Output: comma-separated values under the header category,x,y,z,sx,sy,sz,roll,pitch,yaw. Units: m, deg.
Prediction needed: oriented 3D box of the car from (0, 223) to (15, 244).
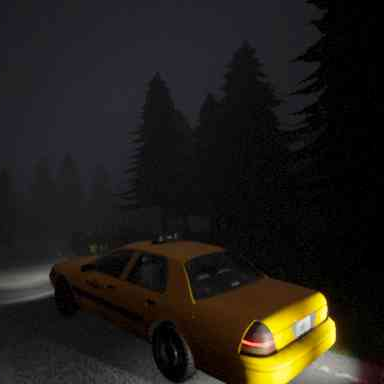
category,x,y,z,sx,sy,sz,roll,pitch,yaw
car,-11.988,2.481,19.139,1.895,1.301,4.718,-3,-4,-9

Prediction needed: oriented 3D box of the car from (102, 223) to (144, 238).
category,x,y,z,sx,sy,sz,roll,pitch,yaw
car,-7.511,4.292,36.906,2.033,1.411,5.357,-4,-8,21

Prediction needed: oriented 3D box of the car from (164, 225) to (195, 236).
category,x,y,z,sx,sy,sz,roll,pitch,yaw
car,-1.705,5.409,46.956,1.882,1.535,5.008,-5,-8,32

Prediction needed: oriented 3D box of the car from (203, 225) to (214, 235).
category,x,y,z,sx,sy,sz,roll,pitch,yaw
car,3.655,8.255,71.930,2.150,2.045,5.566,-3,-8,2

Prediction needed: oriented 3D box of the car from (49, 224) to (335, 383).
category,x,y,z,sx,sy,sz,roll,pitch,yaw
car,-0.590,1.429,5.446,1.801,1.575,5.366,-1,1,-45

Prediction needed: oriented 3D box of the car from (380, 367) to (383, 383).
category,x,y,z,sx,sy,sz,roll,pitch,yaw
car,3.804,1.530,1.782,4.892,1.490,1.837,1,0,34
